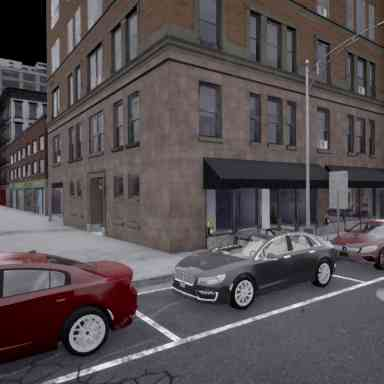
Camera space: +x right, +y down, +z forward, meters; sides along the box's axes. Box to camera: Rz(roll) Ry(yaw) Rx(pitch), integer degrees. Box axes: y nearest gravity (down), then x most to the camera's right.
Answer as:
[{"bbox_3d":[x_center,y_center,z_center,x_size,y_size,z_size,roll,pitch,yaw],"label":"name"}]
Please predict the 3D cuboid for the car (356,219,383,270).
[{"bbox_3d":[6.133,1.581,10.931,4.206,1.307,1.802,0,-1,-36],"label":"car"}]

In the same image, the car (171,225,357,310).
[{"bbox_3d":[1.591,1.550,7.684,4.403,1.369,2.008,0,-1,-36],"label":"car"}]

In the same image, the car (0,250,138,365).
[{"bbox_3d":[-2.950,1.545,4.438,4.507,1.381,1.887,0,-1,-36],"label":"car"}]

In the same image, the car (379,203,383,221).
[{"bbox_3d":[17.264,1.603,25.672,1.812,1.442,4.674,-1,0,-31],"label":"car"}]
